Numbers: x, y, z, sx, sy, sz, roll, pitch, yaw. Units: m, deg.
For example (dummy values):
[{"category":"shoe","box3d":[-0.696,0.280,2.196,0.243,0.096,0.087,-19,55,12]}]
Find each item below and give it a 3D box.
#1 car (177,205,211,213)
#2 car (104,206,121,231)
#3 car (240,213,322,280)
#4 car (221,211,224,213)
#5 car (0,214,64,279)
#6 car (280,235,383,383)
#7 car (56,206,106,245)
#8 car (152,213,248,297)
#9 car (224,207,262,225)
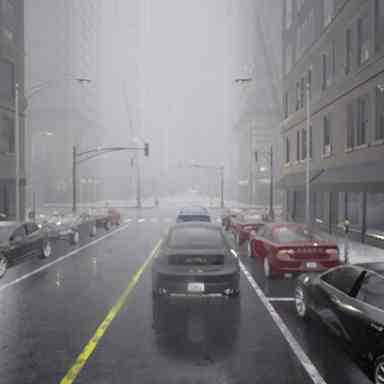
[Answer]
[{"category":"car","box3d":[0.105,1.523,19.590,1.882,1.535,5.008,0,0,1]},{"category":"car","box3d":[-5.708,1.594,20.984,1.887,1.381,4.507,-1,0,0]},{"category":"car","box3d":[2.783,1.568,9.947,1.887,1.381,4.507,-1,0,0]},{"category":"car","box3d":[2.817,1.594,20.958,1.887,1.381,4.507,-1,0,0]},{"category":"car","box3d":[-5.741,1.589,9.974,1.947,1.339,4.313,-1,0,0]},{"category":"car","box3d":[2.767,1.576,4.442,1.947,1.339,4.313,-1,0,0]},{"category":"car","box3d":[-5.725,1.587,15.479,2.008,1.369,4.403,-1,0,0]},{"category":"car","box3d":[0.094,1.525,8.607,1.837,1.490,4.892,0,0,0]},{"category":"car","box3d":[2.800,1.581,15.452,1.887,1.381,4.507,-1,0,0]}]
